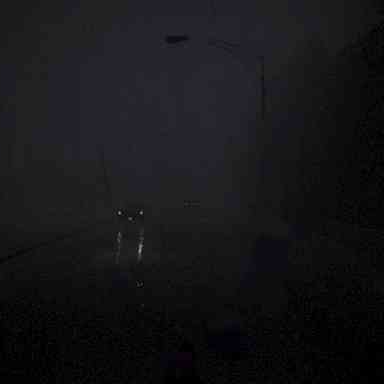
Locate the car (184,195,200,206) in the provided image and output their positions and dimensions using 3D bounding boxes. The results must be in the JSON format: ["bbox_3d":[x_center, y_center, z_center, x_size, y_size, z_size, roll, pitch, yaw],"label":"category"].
[{"bbox_3d":[-0.004,1.181,48.678,2.128,1.511,4.902,0,0,0],"label":"car"}]

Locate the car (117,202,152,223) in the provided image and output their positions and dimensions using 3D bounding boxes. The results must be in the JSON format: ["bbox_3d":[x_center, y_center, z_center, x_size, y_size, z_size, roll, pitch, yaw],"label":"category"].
[{"bbox_3d":[-4.081,1.446,24.214,1.895,1.301,4.718,0,0,0],"label":"car"}]

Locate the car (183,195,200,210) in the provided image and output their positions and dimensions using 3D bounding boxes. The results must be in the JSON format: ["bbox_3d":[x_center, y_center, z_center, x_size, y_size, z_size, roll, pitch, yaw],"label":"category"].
[{"bbox_3d":[-0.004,1.303,38.156,2.033,1.411,5.357,0,0,0],"label":"car"}]
